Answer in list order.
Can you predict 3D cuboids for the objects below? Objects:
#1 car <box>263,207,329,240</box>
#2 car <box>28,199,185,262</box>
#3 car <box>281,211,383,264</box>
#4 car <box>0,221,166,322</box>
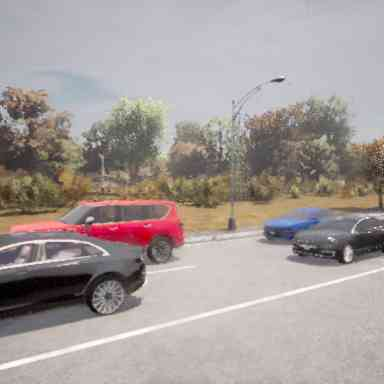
[{"bbox_3d":[5.705,1.558,16.640,5.008,1.535,1.882,-1,1,-36],"label":"car"},{"bbox_3d":[-2.821,1.266,10.573,5.566,2.045,2.150,1,0,-36],"label":"car"},{"bbox_3d":[5.775,1.607,12.399,4.892,1.490,1.837,0,0,-35],"label":"car"},{"bbox_3d":[-3.183,1.502,6.020,4.902,1.511,2.128,1,-1,-36],"label":"car"}]
